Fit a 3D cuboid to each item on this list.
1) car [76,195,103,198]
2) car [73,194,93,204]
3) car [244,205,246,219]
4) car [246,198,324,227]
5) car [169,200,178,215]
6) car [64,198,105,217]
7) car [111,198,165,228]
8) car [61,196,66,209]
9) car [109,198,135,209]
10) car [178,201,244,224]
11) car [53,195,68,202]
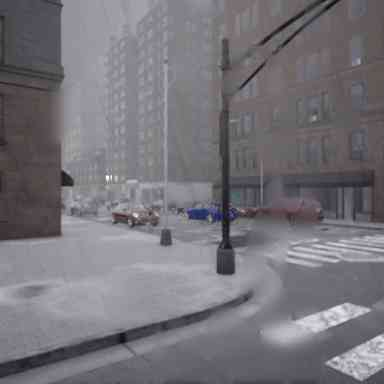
[{"bbox_3d":[-14.755,1.460,47.572,1.812,1.442,4.674,0,0,-35],"label":"car"},{"bbox_3d":[-19.667,1.266,59.847,2.097,1.767,4.553,0,0,-35],"label":"car"},{"bbox_3d":[3.176,1.541,26.906,1.802,1.307,4.206,0,0,-35],"label":"car"},{"bbox_3d":[6.352,1.279,22.386,2.192,1.841,5.009,0,0,-35],"label":"car"},{"bbox_3d":[0.000,1.519,31.424,1.947,1.339,4.313,0,0,-35],"label":"car"},{"bbox_3d":[-10.139,1.513,31.022,2.008,1.369,4.403,0,0,-35],"label":"car"},{"bbox_3d":[-3.785,1.414,21.982,1.967,1.590,4.097,0,0,-35],"label":"car"},{"bbox_3d":[-16.493,1.495,40.063,1.887,1.381,4.507,0,0,-35],"label":"car"},{"bbox_3d":[-9.529,1.501,44.982,1.947,1.339,4.313,0,0,-35],"label":"car"},{"bbox_3d":[1.244,1.442,24.593,1.882,1.535,5.008,0,0,-33],"label":"car"},{"bbox_3d":[-28.587,1.446,72.096,2.008,1.369,4.403,0,0,-35],"label":"car"}]
